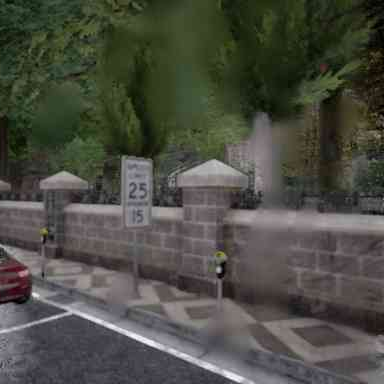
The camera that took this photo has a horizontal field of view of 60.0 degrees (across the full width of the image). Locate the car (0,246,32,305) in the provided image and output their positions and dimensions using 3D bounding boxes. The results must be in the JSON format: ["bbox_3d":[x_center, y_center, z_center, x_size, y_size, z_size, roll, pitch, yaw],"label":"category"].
[{"bbox_3d":[-4.989,1.677,7.167,4.206,1.307,1.802,0,-1,40],"label":"car"}]
